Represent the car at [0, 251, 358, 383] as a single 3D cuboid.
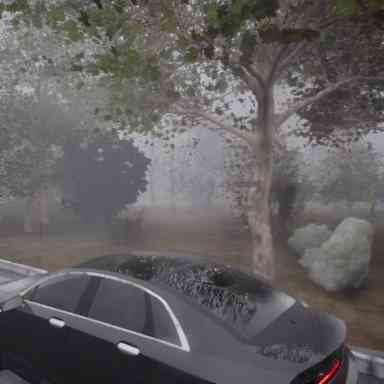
[{"bbox_3d":[-0.778,1.487,3.932,4.892,1.490,1.837,0,0,35],"label":"car"}]
